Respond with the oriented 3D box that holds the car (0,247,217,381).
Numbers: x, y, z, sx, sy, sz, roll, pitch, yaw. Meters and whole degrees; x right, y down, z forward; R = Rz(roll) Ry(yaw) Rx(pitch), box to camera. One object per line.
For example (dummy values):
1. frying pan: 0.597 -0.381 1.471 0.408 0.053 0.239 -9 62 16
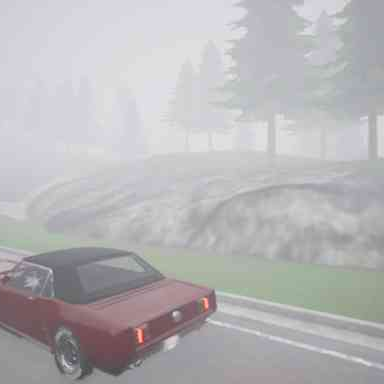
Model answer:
1. car: -2.044 1.598 5.474 4.718 1.301 1.895 0 0 36
